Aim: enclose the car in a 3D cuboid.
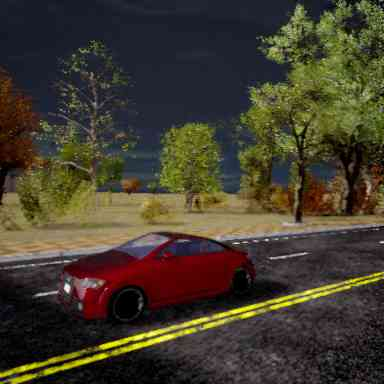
[{"bbox_3d":[-0.605,1.567,7.152,4.181,1.385,1.994,1,0,-34],"label":"car"}]
